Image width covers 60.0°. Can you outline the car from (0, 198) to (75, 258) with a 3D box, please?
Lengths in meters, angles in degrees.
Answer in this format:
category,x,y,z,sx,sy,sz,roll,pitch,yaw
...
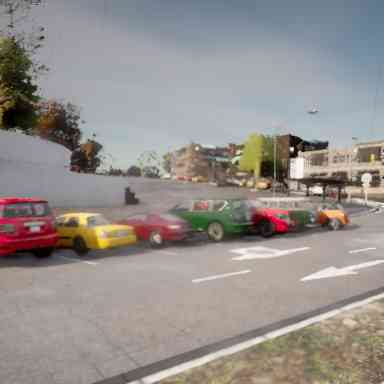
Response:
category,x,y,z,sx,sy,sz,roll,pitch,yaw
car,-6.950,1.244,11.593,5.566,2.045,2.435,-1,-1,34

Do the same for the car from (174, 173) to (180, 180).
category,x,y,z,sx,sy,sz,roll,pitch,yaw
car,-1.561,-3.707,84.877,2.185,1.767,4.553,6,3,34

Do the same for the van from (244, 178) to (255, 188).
category,x,y,z,sx,sy,sz,roll,pitch,yaw
van,12.343,-1.619,65.132,1.878,1.987,4.442,7,3,35

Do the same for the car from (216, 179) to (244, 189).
category,x,y,z,sx,sy,sz,roll,pitch,yaw
car,6.251,-1.518,58.377,1.882,1.535,5.008,2,4,-35

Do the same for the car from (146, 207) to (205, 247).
category,x,y,z,sx,sy,sz,roll,pitch,yaw
car,-2.027,1.564,15.050,4.674,1.452,2.002,-1,-1,35

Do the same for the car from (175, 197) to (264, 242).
category,x,y,z,sx,sy,sz,roll,pitch,yaw
car,0.401,1.288,16.810,5.566,2.045,2.435,-1,-1,35

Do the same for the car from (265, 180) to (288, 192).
category,x,y,z,sx,sy,sz,roll,pitch,yaw
car,15.832,-0.846,60.298,2.231,1.521,4.892,7,3,35

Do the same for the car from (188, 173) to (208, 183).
category,x,y,z,sx,sy,sz,roll,pitch,yaw
car,2.085,-3.031,80.152,1.946,1.575,5.366,7,3,34

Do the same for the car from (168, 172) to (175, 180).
category,x,y,z,sx,sy,sz,roll,pitch,yaw
car,-3.292,-3.942,87.346,2.185,1.767,4.553,4,1,33

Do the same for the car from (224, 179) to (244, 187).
category,x,y,z,sx,sy,sz,roll,pitch,yaw
car,8.935,-1.898,70.182,2.002,1.452,4.674,7,3,35

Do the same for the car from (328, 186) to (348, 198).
category,x,y,z,sx,sy,sz,roll,pitch,yaw
car,22.736,0.283,50.442,2.002,1.452,4.674,7,3,35

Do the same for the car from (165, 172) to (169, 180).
category,x,y,z,sx,sy,sz,roll,pitch,yaw
car,-5.064,-4.219,89.693,2.435,2.045,5.566,1,-2,34

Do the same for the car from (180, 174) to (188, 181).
category,x,y,z,sx,sy,sz,roll,pitch,yaw
car,0.234,-3.555,82.412,2.435,2.045,5.566,7,3,34

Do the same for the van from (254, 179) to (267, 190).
category,x,y,z,sx,sy,sz,roll,pitch,yaw
van,14.072,-1.345,62.661,1.878,1.987,4.442,7,3,35

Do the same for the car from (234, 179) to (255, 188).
category,x,y,z,sx,sy,sz,roll,pitch,yaw
car,10.767,-1.666,67.862,1.946,1.575,5.366,7,3,35

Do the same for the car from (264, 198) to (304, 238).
category,x,y,z,sx,sy,sz,roll,pitch,yaw
car,2.913,1.303,18.516,5.566,2.045,2.435,-1,-1,35

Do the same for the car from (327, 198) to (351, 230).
category,x,y,z,sx,sy,sz,roll,pitch,yaw
car,7.858,1.458,21.939,4.553,1.767,2.185,-1,-1,35

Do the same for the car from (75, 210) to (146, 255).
category,x,y,z,sx,sy,sz,roll,pitch,yaw
car,-4.632,1.509,13.421,5.366,1.575,1.946,-1,-1,35

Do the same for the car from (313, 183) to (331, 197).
category,x,y,z,sx,sy,sz,roll,pitch,yaw
car,21.045,-0.279,52.915,2.435,2.045,5.566,7,3,35

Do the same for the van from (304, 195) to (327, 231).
category,x,y,z,sx,sy,sz,roll,pitch,yaw
van,5.451,1.342,20.187,4.442,1.987,1.878,-1,-1,35
